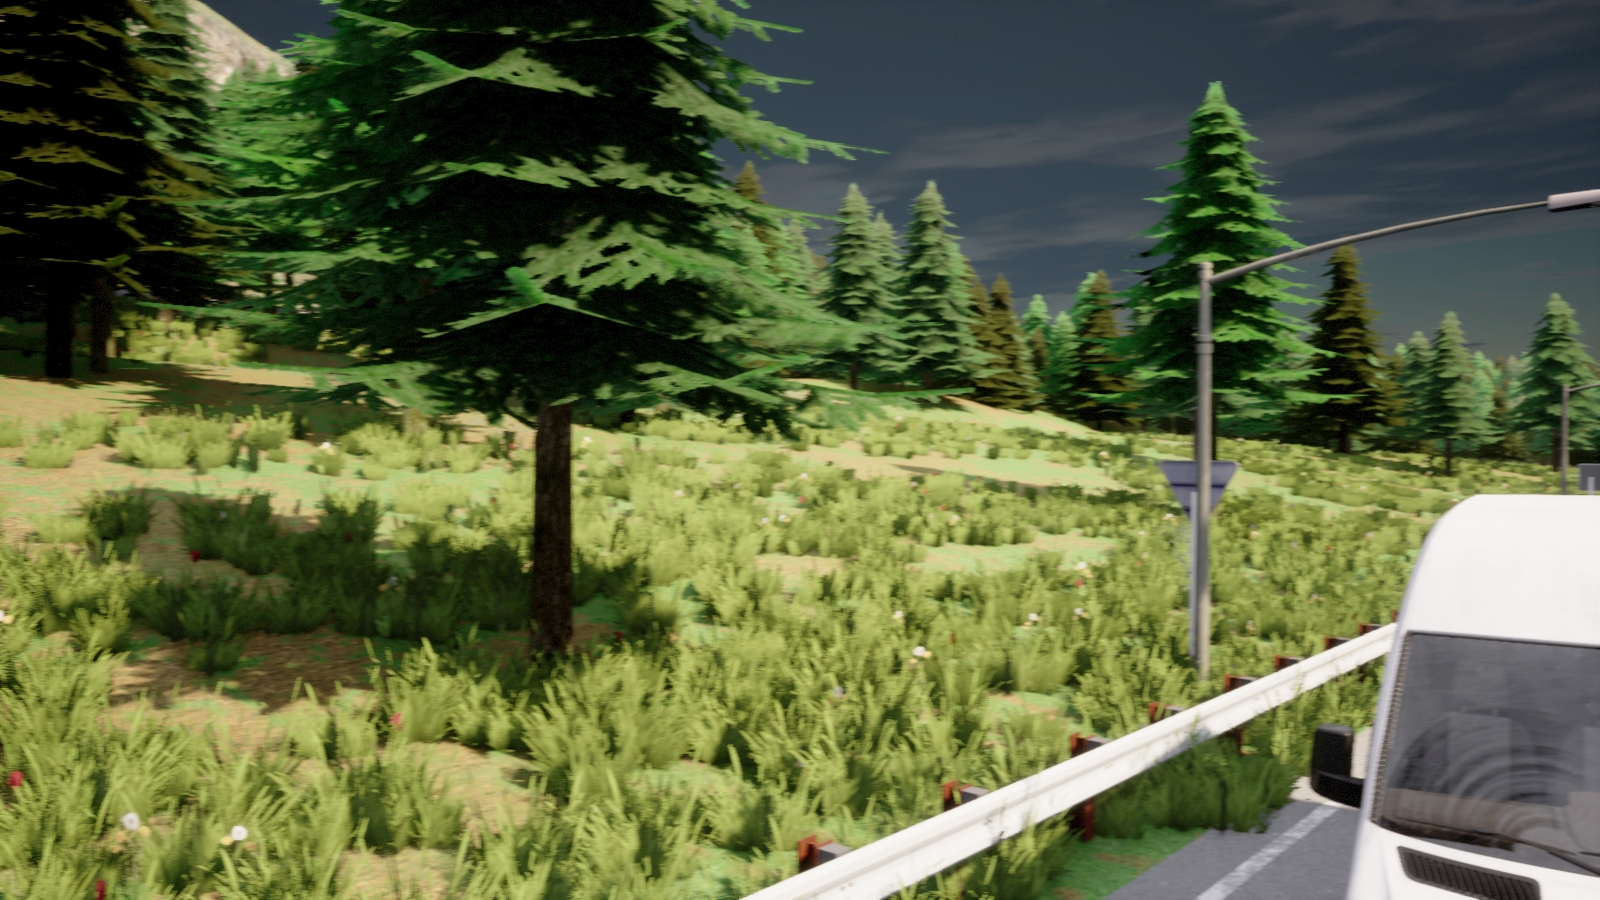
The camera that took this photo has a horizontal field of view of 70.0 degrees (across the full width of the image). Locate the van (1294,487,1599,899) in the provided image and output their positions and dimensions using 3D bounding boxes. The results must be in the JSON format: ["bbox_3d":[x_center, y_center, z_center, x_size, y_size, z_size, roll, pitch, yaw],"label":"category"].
[{"bbox_3d":[4.048,1.549,5.625,1.988,2.561,5.915,0,0,33],"label":"van"}]

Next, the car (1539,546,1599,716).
[{"bbox_3d":[10.594,2.128,13.815,2.128,1.511,4.902,1,0,41],"label":"car"}]
